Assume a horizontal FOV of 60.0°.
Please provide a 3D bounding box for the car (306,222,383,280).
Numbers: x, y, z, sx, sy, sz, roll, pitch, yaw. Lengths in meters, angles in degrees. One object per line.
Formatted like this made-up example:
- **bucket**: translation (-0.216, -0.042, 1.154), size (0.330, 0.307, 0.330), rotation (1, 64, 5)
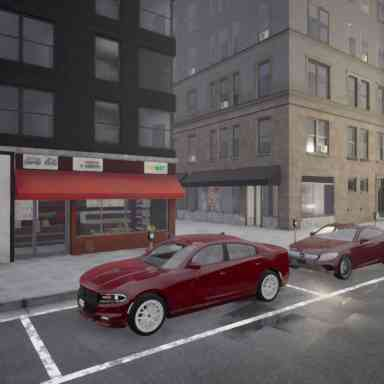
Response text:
- **car**: translation (4.567, 1.577, 9.898), size (4.206, 1.307, 1.802), rotation (0, 0, -35)

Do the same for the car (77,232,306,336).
- **car**: translation (0.046, 1.545, 6.677), size (4.507, 1.381, 1.887), rotation (0, 0, -35)
